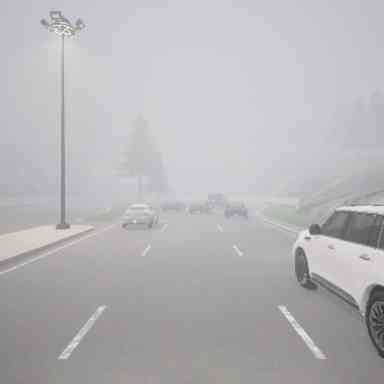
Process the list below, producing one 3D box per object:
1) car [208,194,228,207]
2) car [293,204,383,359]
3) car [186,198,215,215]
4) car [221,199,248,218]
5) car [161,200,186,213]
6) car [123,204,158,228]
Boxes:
[{"bbox_3d":[3.434,1.221,44.494,2.150,2.045,5.566,0,0,16],"label":"car"},{"bbox_3d":[3.602,1.220,5.988,2.150,2.045,5.566,0,0,0],"label":"car"},{"bbox_3d":[0.954,1.601,34.436,1.895,1.301,4.718,0,0,9],"label":"car"},{"bbox_3d":[3.885,1.601,30.165,1.895,1.301,4.718,0,0,3],"label":"car"},{"bbox_3d":[-1.957,1.601,37.860,1.895,1.301,4.718,0,0,12],"label":"car"},{"bbox_3d":[-3.369,1.525,22.127,1.812,1.442,4.674,0,0,1],"label":"car"}]
